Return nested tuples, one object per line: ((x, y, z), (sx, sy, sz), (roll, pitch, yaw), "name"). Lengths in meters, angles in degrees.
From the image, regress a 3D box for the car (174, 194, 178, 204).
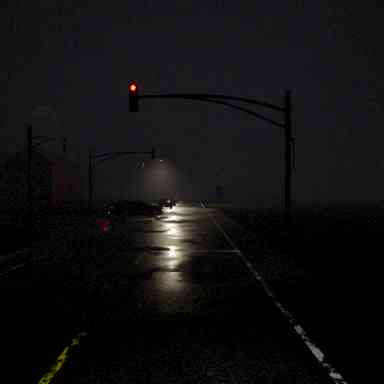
((-3.587, 1.479, 53.153), (1.812, 1.442, 4.674), (0, 0, 0), "car")

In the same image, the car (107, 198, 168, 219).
((-4.880, 1.442, 28.720), (4.892, 1.490, 1.837), (1, 1, -36), "car")

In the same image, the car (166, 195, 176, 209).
((-3.596, 1.530, 44.493), (1.994, 1.385, 4.181), (0, 0, 0), "car")

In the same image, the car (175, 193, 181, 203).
((-3.559, 1.413, 63.959), (1.882, 1.535, 5.008), (0, 0, 0), "car")
